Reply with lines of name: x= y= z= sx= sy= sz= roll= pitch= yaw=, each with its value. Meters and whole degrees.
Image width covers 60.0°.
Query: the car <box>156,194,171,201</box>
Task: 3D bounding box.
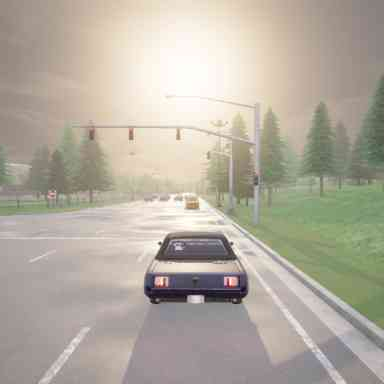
car: x=-6.872 y=1.531 z=80.377 sx=2.033 sy=1.411 sz=5.357 roll=0 pitch=0 yaw=0

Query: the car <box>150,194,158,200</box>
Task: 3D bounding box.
car: x=-10.355 y=1.332 z=90.802 sx=1.837 sy=1.490 sz=4.892 roll=0 pitch=0 yaw=0

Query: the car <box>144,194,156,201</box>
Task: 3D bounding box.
car: x=-10.372 y=1.531 z=80.382 sx=2.033 sy=1.411 sz=5.357 roll=0 pitch=0 yaw=0

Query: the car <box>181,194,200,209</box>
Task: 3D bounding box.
car: x=-0.063 y=1.088 z=46.246 sx=1.882 sy=1.535 sz=5.008 roll=-3 pitch=17 yaw=-4

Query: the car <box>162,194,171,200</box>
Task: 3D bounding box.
car: x=-6.855 y=1.372 z=90.797 sx=2.033 sy=1.411 sz=5.357 roll=0 pitch=0 yaw=0

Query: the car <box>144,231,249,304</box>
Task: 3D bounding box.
car: x=0.092 y=1.601 z=8.078 sx=1.895 sy=1.301 sz=4.718 roll=0 pitch=0 yaw=0

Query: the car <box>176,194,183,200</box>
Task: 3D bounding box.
car: x=-3.355 y=1.357 z=90.791 sx=1.812 sy=1.442 sz=4.674 roll=0 pitch=0 yaw=0

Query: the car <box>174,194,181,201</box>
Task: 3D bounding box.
car: x=-3.371 y=1.545 z=80.788 sx=1.994 sy=1.385 sz=4.181 roll=0 pitch=0 yaw=0

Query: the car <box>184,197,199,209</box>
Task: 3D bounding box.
car: x=0.008 y=1.576 z=49.746 sx=2.033 sy=1.411 sz=5.357 roll=-1 pitch=1 yaw=1
